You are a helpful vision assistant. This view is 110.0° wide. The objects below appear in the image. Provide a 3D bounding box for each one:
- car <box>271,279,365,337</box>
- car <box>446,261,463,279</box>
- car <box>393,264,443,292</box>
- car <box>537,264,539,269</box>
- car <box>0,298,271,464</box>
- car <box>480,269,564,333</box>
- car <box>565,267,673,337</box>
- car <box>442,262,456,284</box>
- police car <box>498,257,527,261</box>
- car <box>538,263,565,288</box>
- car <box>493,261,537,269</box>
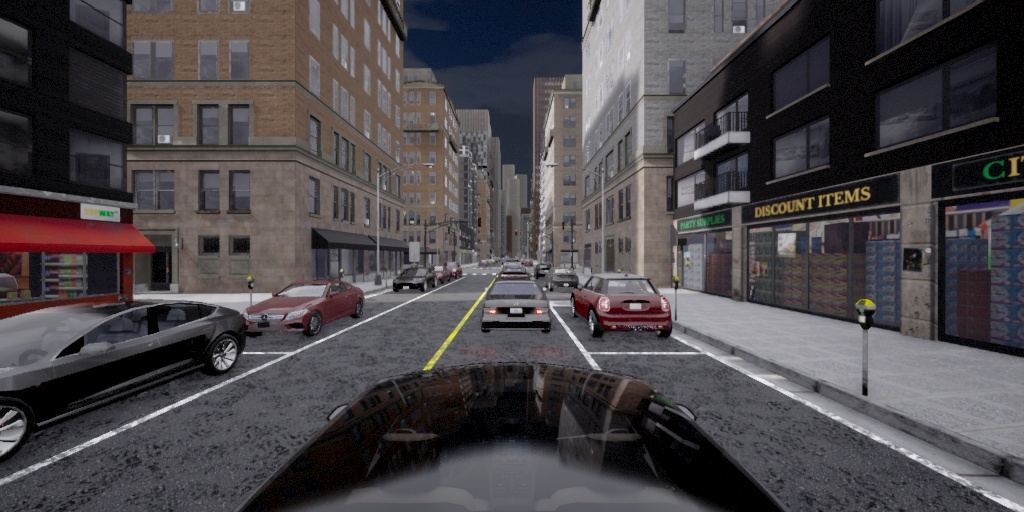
[{"bbox_3d":[-5.657,1.331,10.264,1.802,1.307,4.207,0,0,0],"label":"car"},{"bbox_3d":[-5.620,1.192,32.269,1.967,1.591,4.097,0,0,0],"label":"car"},{"bbox_3d":[-5.639,1.316,21.266,1.948,1.339,4.313,0,0,0],"label":"car"},{"bbox_3d":[2.905,1.318,32.254,1.948,1.339,4.313,0,0,0],"label":"car"},{"bbox_3d":[-5.667,1.315,4.762,1.948,1.339,4.313,0,0,0],"label":"car"},{"bbox_3d":[0.110,1.297,10.720,2.033,1.411,5.357,0,0,0],"label":"car"},{"bbox_3d":[2.868,1.189,10.249,1.967,1.591,4.097,0,0,0],"label":"car"},{"bbox_3d":[-5.630,1.333,26.767,1.802,1.307,4.207,0,0,0],"label":"car"},{"bbox_3d":[0.046,1.177,31.262,1.930,1.638,5.238,0,0,0],"label":"police car"},{"bbox_3d":[2.887,1.300,21.252,2.007,1.370,4.403,0,0,0],"label":"car"},{"bbox_3d":[0.129,1.242,21.242,2.128,1.511,4.902,0,0,0],"label":"car"}]
